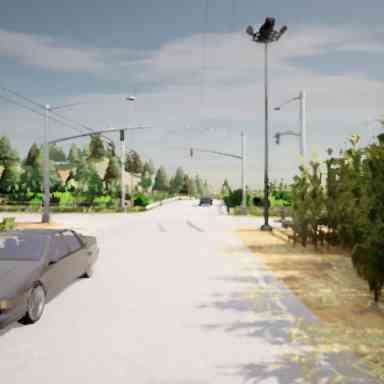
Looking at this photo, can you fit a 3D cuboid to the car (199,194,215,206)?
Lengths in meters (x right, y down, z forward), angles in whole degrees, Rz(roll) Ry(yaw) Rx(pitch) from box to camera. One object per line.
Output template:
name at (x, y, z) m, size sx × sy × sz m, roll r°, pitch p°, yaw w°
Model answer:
car at (2.095, 1.084, 47.217) m, size 1.837 × 1.490 × 4.892 m, roll 0°, pitch 2°, yaw 6°

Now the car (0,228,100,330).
car at (-3.569, 1.554, 7.429) m, size 2.033 × 1.411 × 5.357 m, roll 0°, pitch 0°, yaw 0°
